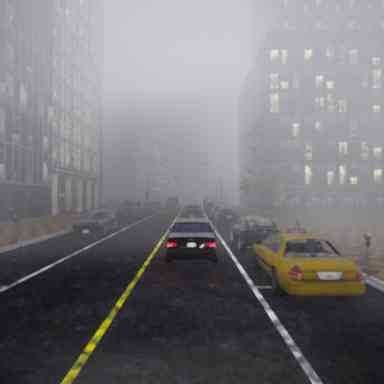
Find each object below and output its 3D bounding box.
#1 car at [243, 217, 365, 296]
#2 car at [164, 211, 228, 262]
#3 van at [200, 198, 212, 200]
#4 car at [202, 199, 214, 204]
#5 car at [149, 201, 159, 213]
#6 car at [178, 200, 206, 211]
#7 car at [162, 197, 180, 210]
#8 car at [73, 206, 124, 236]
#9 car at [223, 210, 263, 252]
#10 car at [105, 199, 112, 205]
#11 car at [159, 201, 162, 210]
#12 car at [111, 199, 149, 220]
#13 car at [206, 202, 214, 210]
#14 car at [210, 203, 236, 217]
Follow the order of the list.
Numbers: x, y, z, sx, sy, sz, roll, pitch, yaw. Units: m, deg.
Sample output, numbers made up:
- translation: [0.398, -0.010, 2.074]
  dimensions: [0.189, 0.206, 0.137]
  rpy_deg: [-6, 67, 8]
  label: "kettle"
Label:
- translation: [2.666, 1.613, 8.762]
  dimensions: [1.752, 1.417, 4.829]
  rpy_deg: [0, -1, 0]
  label: "car"
- translation: [0.006, 1.673, 12.560]
  dimensions: [2.033, 1.411, 5.357]
  rpy_deg: [0, -1, 1]
  label: "car"
- translation: [2.655, 1.898, 54.104]
  dimensions: [1.690, 1.788, 3.998]
  rpy_deg: [0, -1, 0]
  label: "van"
- translation: [2.655, 2.078, 48.413]
  dimensions: [1.802, 1.307, 4.206]
  rpy_deg: [0, -1, 0]
  label: "car"
- translation: [-5.692, 1.981, 42.750]
  dimensions: [1.887, 1.381, 4.507]
  rpy_deg: [0, -1, 0]
  label: "car"
- translation: [0.026, 1.771, 29.268]
  dimensions: [1.882, 1.535, 5.008]
  rpy_deg: [0, 0, 1]
  label: "car"
- translation: [-3.101, 1.763, 52.660]
  dimensions: [2.150, 2.045, 5.566]
  rpy_deg: [0, -1, 0]
  label: "car"
- translation: [-5.689, 1.765, 19.994]
  dimensions: [1.947, 1.339, 4.313]
  rpy_deg: [0, -1, 0]
  label: "car"
- translation: [2.661, 1.693, 14.281]
  dimensions: [2.008, 1.369, 4.403]
  rpy_deg: [0, -1, 0]
  label: "car"
- translation: [-17.475, 2.311, 74.910]
  dimensions: [4.206, 1.307, 1.802]
  rpy_deg: [0, -1, 0]
  label: "car"
- translation: [-5.693, 2.124, 54.127]
  dimensions: [1.947, 1.339, 4.313]
  rpy_deg: [0, -1, 0]
  label: "car"
- translation: [-5.689, 1.631, 31.374]
  dimensions: [2.192, 1.841, 5.009]
  rpy_deg: [0, -1, 0]
  label: "car"
- translation: [2.657, 1.881, 31.347]
  dimensions: [1.947, 1.339, 4.313]
  rpy_deg: [0, -1, 0]
  label: "car"
- translation: [2.658, 1.823, 25.658]
  dimensions: [1.947, 1.339, 4.313]
  rpy_deg: [0, -1, 0]
  label: "car"
